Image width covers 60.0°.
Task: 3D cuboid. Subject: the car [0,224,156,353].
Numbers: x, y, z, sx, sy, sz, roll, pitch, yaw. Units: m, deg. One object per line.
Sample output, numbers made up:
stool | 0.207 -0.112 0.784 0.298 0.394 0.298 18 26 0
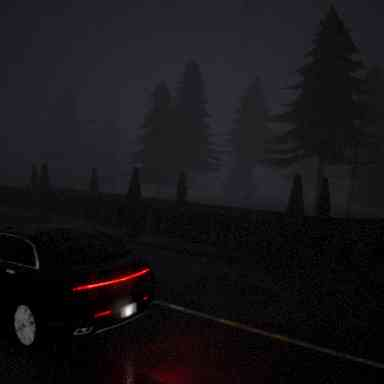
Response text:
car | -2.851 1.344 5.997 4.892 1.490 1.837 1 1 35
